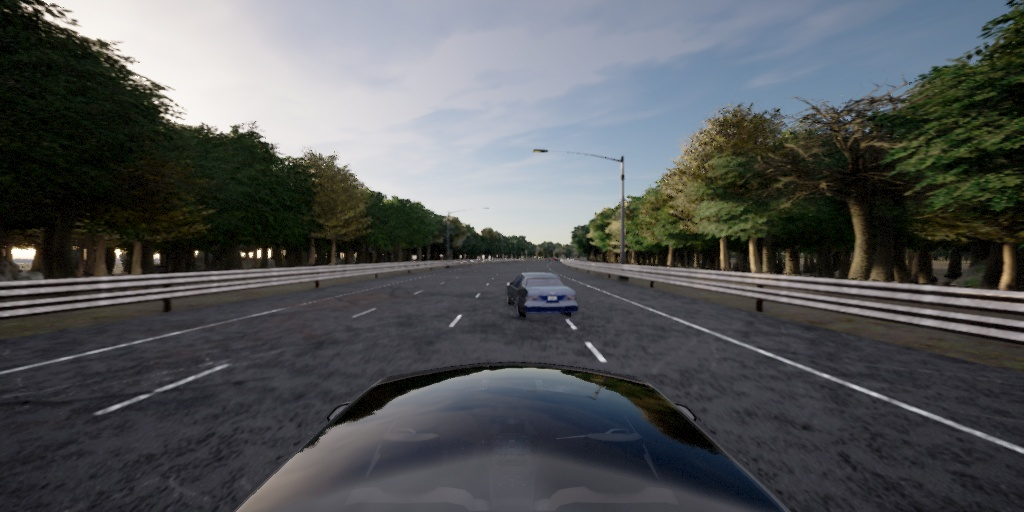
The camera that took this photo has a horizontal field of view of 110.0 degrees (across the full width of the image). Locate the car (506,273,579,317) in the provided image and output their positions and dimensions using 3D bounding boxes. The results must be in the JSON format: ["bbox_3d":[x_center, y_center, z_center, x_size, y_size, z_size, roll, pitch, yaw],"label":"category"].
[{"bbox_3d":[0.914,1.323,13.264,2.033,1.411,5.357,0,0,-7],"label":"car"}]
